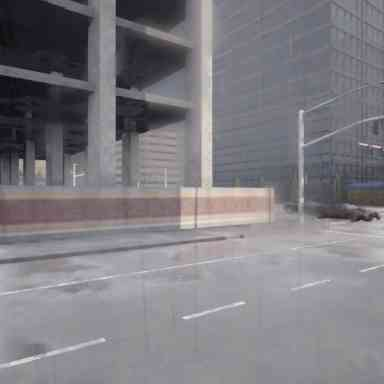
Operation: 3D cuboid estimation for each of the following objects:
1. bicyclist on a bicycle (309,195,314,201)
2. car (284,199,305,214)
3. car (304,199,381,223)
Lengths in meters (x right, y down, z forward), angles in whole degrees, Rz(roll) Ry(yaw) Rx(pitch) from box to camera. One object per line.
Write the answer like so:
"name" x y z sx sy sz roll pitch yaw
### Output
"bicyclist on a bicycle" 16.513 1.305 46.175 1.656 1.620 0.582 0 0 -36
"car" 11.378 1.508 32.849 1.837 1.490 4.892 0 0 -36
"car" 11.656 1.550 25.880 2.033 1.411 5.357 0 0 -29
